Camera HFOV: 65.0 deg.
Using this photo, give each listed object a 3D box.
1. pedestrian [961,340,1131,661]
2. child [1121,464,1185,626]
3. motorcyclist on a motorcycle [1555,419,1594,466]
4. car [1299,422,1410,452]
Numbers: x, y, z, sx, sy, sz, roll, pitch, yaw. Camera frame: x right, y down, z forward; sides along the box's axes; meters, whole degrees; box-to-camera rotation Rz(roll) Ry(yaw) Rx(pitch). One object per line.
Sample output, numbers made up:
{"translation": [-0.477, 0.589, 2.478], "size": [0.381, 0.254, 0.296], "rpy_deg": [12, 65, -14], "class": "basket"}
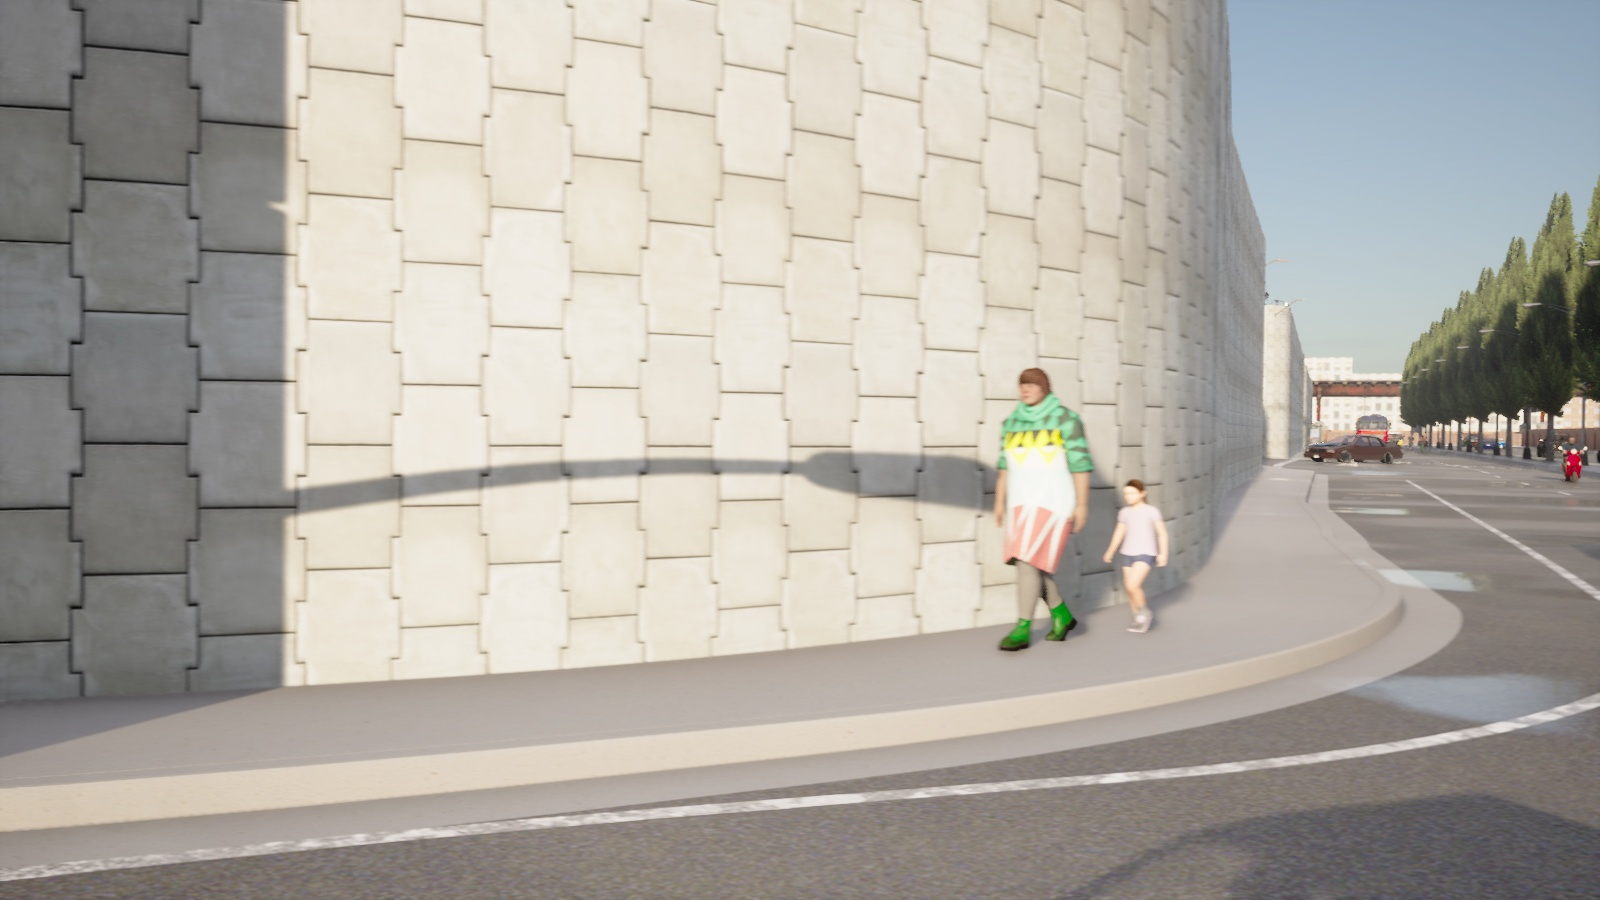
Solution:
{"translation": [1.602, 0.299, 8.164], "size": [0.873, 1.952, 0.659], "rpy_deg": [-1, 1, -38], "class": "pedestrian"}
{"translation": [2.496, 0.658, 8.875], "size": [0.394, 1.110, 0.255], "rpy_deg": [-1, 1, -39], "class": "child"}
{"translation": [26.683, -0.258, 43.296], "size": [0.866, 1.590, 1.817], "rpy_deg": [0, 1, 23], "class": "motorcyclist on a motorcycle"}
{"translation": [27.390, -0.644, 62.024], "size": [5.357, 1.411, 2.033], "rpy_deg": [0, 2, -26], "class": "car"}
